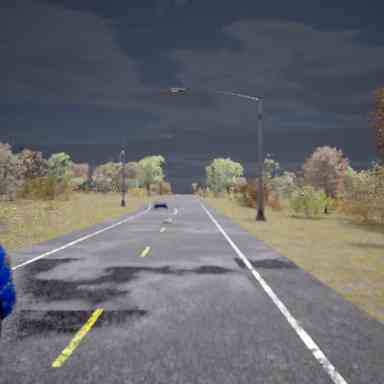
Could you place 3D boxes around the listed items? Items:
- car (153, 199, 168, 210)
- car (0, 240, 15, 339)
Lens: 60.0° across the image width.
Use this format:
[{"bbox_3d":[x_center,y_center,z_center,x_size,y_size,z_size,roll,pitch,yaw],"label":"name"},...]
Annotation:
[{"bbox_3d":[-3.967,1.618,42.654,1.895,1.301,4.718,0,0,-4],"label":"car"},{"bbox_3d":[-3.601,1.221,2.497,2.150,2.045,5.566,0,0,0],"label":"car"}]
